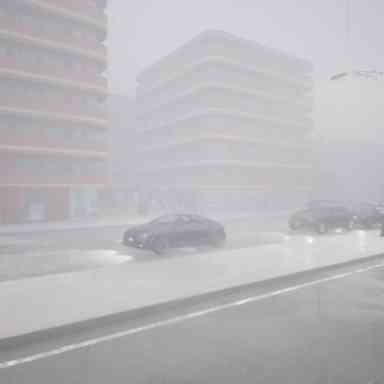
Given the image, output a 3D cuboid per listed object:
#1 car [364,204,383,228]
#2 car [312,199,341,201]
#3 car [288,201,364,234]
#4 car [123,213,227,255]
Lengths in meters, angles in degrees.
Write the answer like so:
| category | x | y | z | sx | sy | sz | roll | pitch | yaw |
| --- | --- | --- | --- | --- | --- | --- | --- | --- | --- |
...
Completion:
| category | x | y | z | sx | sy | sz | roll | pitch | yaw |
| --- | --- | --- | --- | --- | --- | --- | --- | --- | --- |
| car | 11.657 | 1.519 | 22.010 | 4.674 | 1.442 | 1.812 | 0 | 0 | -35 |
| car | 9.649 | 1.330 | 24.877 | 4.553 | 1.767 | 2.097 | 0 | 0 | -35 |
| car | 7.607 | 1.473 | 19.229 | 4.892 | 1.490 | 1.837 | 0 | 0 | -35 |
| car | -0.615 | 1.550 | 13.369 | 4.181 | 1.385 | 1.994 | 0 | 0 | -36 |
